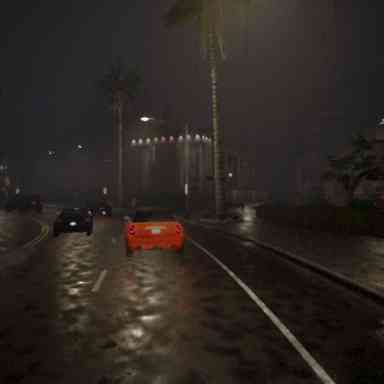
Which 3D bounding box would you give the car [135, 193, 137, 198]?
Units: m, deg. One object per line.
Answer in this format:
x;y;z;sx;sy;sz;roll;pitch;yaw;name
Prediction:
-12.032;1.546;72.883;4.674;1.452;2.002;0;0;23;car

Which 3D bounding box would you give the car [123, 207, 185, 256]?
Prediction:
-1.665;1.374;13.480;2.097;1.767;4.553;0;0;-12;car

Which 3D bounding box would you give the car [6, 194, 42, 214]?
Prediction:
-18.531;1.320;36.660;5.566;2.045;2.150;0;0;42;car

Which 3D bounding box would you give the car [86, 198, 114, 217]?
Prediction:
-8.978;1.570;30.898;1.837;1.490;4.892;1;0;-34;car

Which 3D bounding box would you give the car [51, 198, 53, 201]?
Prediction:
-31.946;1.433;69.074;4.553;1.767;2.185;0;0;23;car

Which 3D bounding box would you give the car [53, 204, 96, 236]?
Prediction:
-6.743;1.607;18.941;1.994;1.385;4.181;0;0;-19;car
